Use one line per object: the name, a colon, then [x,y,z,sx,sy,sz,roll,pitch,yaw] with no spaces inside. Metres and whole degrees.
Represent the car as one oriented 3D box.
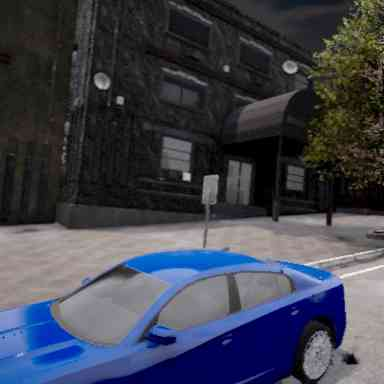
car: [-0.232,1.481,3.828,5.008,1.535,1.882,0,0,-36]
